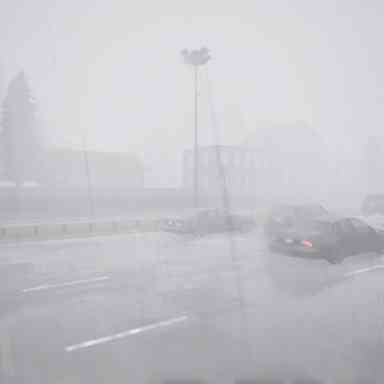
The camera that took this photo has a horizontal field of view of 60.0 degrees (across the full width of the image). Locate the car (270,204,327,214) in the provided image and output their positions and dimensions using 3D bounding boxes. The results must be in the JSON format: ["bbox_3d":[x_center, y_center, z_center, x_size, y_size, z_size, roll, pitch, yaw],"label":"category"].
[{"bbox_3d":[5.687,1.347,16.407,4.553,1.767,2.097,0,0,-36],"label":"car"}]

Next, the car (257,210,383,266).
[{"bbox_3d":[4.995,1.544,11.612,5.357,1.411,2.033,0,0,-36],"label":"car"}]

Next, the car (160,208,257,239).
[{"bbox_3d":[0.991,1.544,17.356,5.357,1.411,2.033,0,0,-36],"label":"car"}]

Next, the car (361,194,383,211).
[{"bbox_3d":[16.842,1.211,28.669,5.566,2.045,2.150,0,0,-36],"label":"car"}]
